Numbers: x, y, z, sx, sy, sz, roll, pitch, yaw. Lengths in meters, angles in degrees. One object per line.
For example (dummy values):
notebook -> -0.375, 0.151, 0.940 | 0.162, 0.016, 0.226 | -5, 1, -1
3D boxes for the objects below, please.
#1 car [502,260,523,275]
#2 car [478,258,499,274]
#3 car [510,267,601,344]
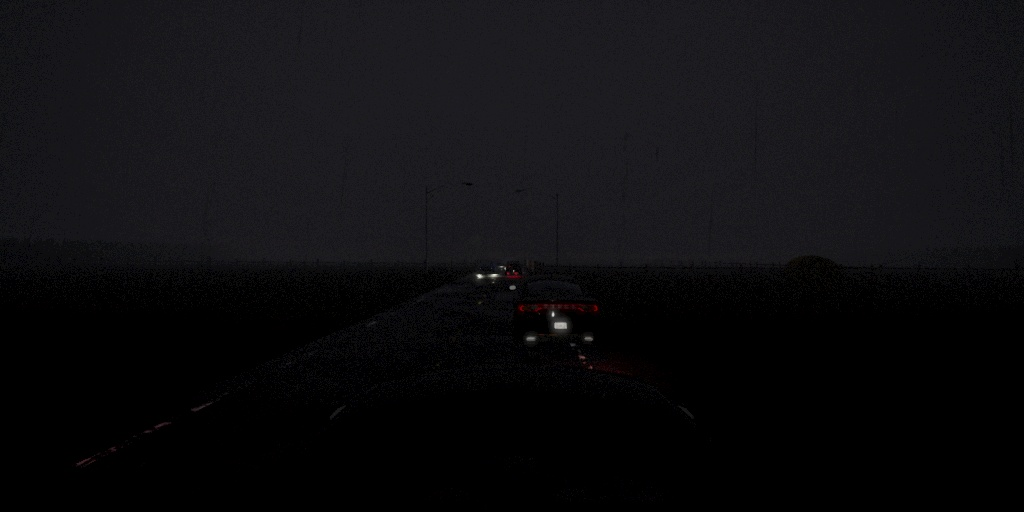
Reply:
car -> 0.103, 1.250, 38.748 | 1.837, 1.490, 4.892 | 0, 0, -2
car -> -2.845, 1.221, 41.529 | 1.882, 1.535, 5.008 | 0, 0, 0
car -> 0.963, 1.228, 9.580 | 1.882, 1.535, 5.008 | 0, 0, 0
